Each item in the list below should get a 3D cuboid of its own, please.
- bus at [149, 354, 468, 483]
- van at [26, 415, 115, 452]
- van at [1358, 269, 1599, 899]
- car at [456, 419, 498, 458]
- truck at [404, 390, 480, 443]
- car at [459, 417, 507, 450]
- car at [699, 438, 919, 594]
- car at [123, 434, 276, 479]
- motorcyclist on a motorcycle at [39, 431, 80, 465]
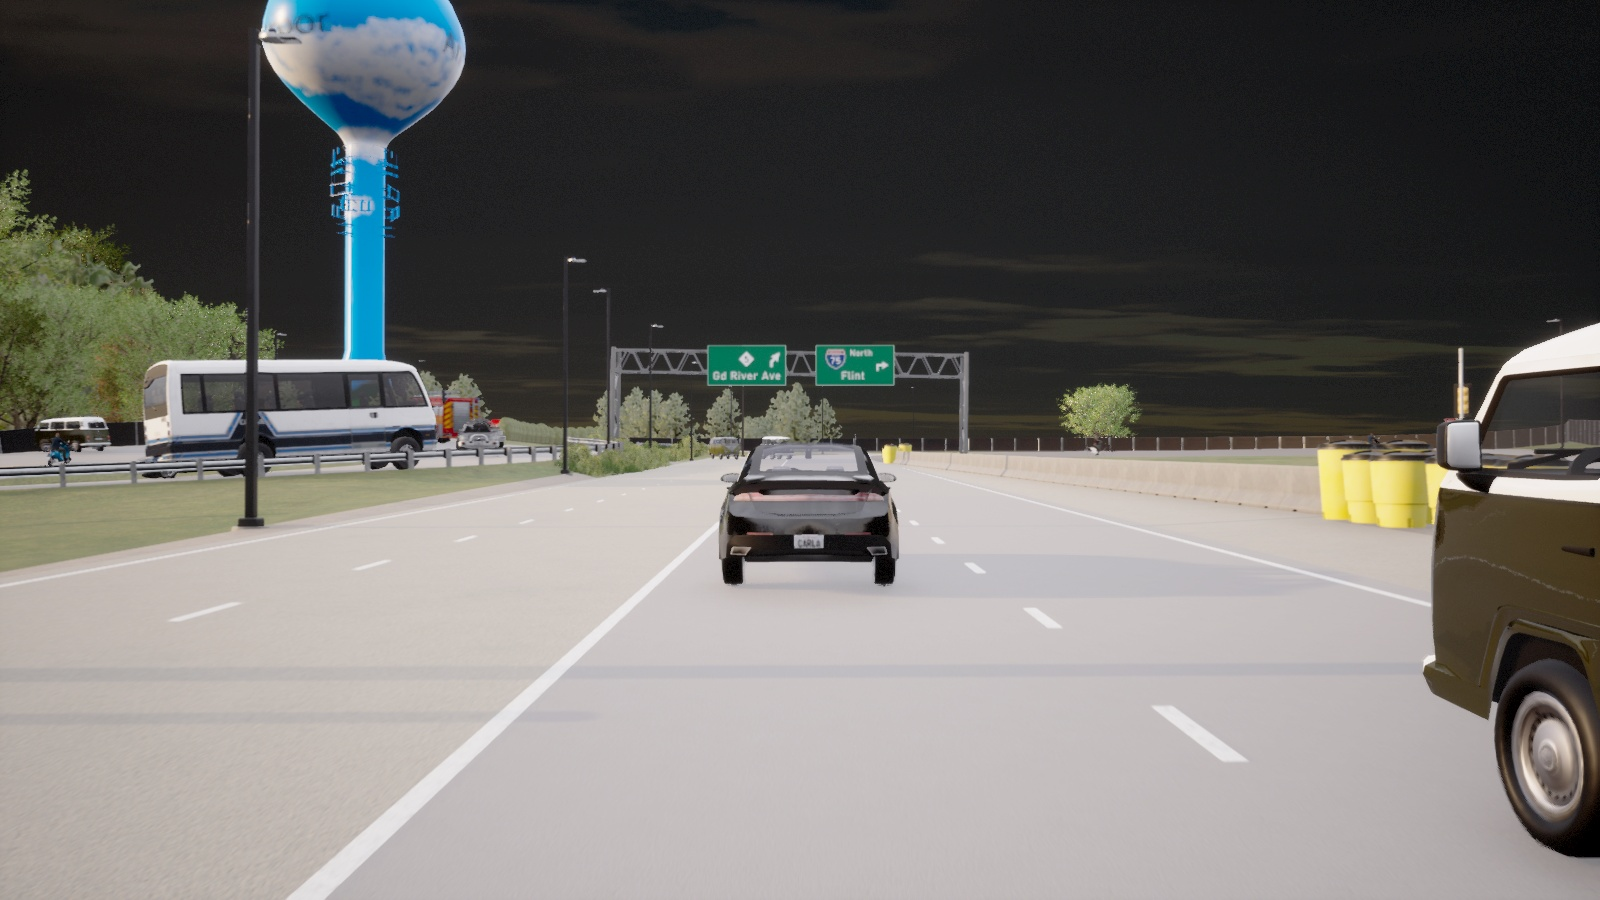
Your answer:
[{"bbox_3d":[-18.364,-1.303,47.549,10.273,4.253,3.944,-4,0,-42],"label":"bus"},{"bbox_3d":[-42.766,-0.962,73.641,4.480,2.038,2.069,-1,2,20],"label":"van"},{"bbox_3d":[3.535,0.455,3.406,2.069,2.038,4.480,0,0,0],"label":"van"},{"bbox_3d":[-16.632,-0.619,64.599,1.932,1.855,4.605,0,2,-16],"label":"car"},{"bbox_3d":[-27.198,-2.543,95.101,2.891,3.827,8.468,0,2,-35],"label":"truck"},{"bbox_3d":[-19.241,-1.021,76.062,1.932,1.855,4.605,0,2,-26],"label":"car"},{"bbox_3d":[0.099,0.628,14.613,2.128,1.511,4.902,0,0,0],"label":"car"},{"bbox_3d":[-23.027,0.244,48.303,2.163,1.488,4.792,-1,2,44],"label":"car"},{"bbox_3d":[-36.284,-0.110,61.529,0.866,1.590,1.817,0,3,1],"label":"motorcyclist on a motorcycle"}]
